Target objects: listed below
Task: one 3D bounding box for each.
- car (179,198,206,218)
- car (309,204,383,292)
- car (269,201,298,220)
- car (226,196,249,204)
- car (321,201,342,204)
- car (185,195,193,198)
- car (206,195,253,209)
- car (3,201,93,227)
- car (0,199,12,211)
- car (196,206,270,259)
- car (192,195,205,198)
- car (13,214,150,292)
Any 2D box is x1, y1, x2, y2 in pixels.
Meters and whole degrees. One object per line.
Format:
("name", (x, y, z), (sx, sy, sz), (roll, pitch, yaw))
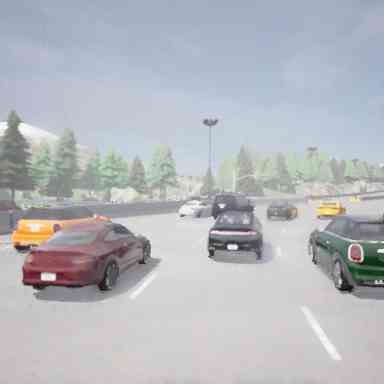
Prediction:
("car", (0.486, 1.525, 29.601), (1.812, 1.442, 4.674), (0, 0, 26))
("car", (4.599, 1.376, 9.011), (2.097, 1.767, 4.553), (0, 0, 9))
("car", (7.815, 1.531, 28.570), (2.128, 1.511, 4.902), (0, 0, 28))
("car", (7.927, 1.395, 57.888), (1.994, 1.385, 4.181), (0, 0, 41))
("car", (12.580, 1.544, 29.847), (1.882, 1.535, 5.008), (0, 0, 31))
("car", (0.022, 1.323, 64.798), (1.812, 1.442, 4.674), (0, 0, 41))
("car", (3.487, 1.237, 27.911), (2.150, 2.045, 5.566), (0, 0, 26))
("car", (-5.093, 1.322, 13.793), (2.097, 1.767, 4.553), (0, 0, 12))
("car", (-13.820, 1.273, 22.360), (2.097, 1.767, 4.553), (0, 0, 17))
("car", (1.775, 1.500, 12.712), (2.128, 1.511, 4.902), (0, 0, 12))
("car", (2.656, 1.615, 62.495), (1.994, 1.385, 4.181), (0, 0, 41))
("car", (-2.510, 1.511, 8.864), (1.812, 1.442, 4.674), (0, 0, 8))
